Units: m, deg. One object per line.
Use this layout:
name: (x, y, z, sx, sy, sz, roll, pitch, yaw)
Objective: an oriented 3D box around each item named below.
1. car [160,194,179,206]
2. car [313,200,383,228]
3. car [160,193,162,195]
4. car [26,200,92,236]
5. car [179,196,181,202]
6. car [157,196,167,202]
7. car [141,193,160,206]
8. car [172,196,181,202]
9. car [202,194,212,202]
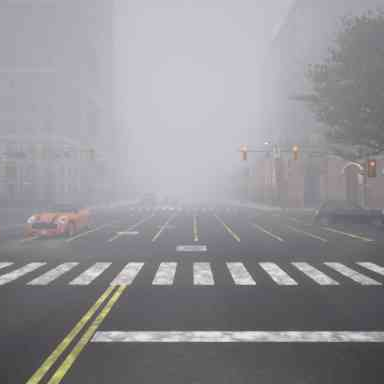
car: (-3.683, 1.491, 55.465, 2.128, 1.511, 4.902, 0, 0, 0)
car: (10.347, 1.352, 21.766, 4.553, 1.767, 2.097, 0, 0, 18)
car: (-7.080, 1.223, 66.830, 2.150, 2.045, 5.566, 0, 0, 1)
car: (-7.132, 1.352, 18.261, 2.097, 1.767, 4.553, 0, 0, 0)
car: (-3.604, 1.547, 65.885, 2.033, 1.411, 5.357, 0, 0, 1)
car: (-6.972, 1.594, 77.022, 1.895, 1.301, 4.718, 0, 0, 0)
car: (-7.186, 1.221, 55.736, 2.150, 2.045, 5.566, 0, 0, 0)
car: (-3.479, 1.595, 76.159, 1.895, 1.301, 4.718, 0, 0, 0)
car: (3.540, 1.355, 78.288, 2.097, 1.767, 4.553, 0, 0, 0)
